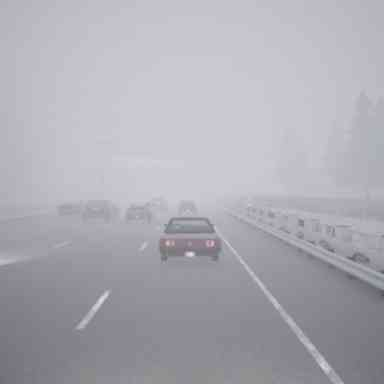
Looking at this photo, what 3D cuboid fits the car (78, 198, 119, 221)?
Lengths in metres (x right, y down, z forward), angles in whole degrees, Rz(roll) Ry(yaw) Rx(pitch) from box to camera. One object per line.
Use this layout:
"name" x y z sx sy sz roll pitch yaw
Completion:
"car" -7.358 1.373 27.253 2.097 1.767 4.553 0 0 -1

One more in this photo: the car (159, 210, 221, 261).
"car" -0.094 1.555 12.085 1.895 1.301 4.718 0 0 -1

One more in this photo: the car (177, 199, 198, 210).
"car" -0.478 1.537 34.241 1.837 1.490 4.892 0 0 -1

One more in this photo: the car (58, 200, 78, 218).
"car" -10.928 1.526 31.302 1.882 1.535 5.008 0 0 -1

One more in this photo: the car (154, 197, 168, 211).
"car" -4.100 1.426 41.106 2.097 1.767 4.553 0 0 -1

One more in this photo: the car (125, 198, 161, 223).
"car" -3.823 1.495 25.308 2.128 1.511 4.902 0 0 -1
